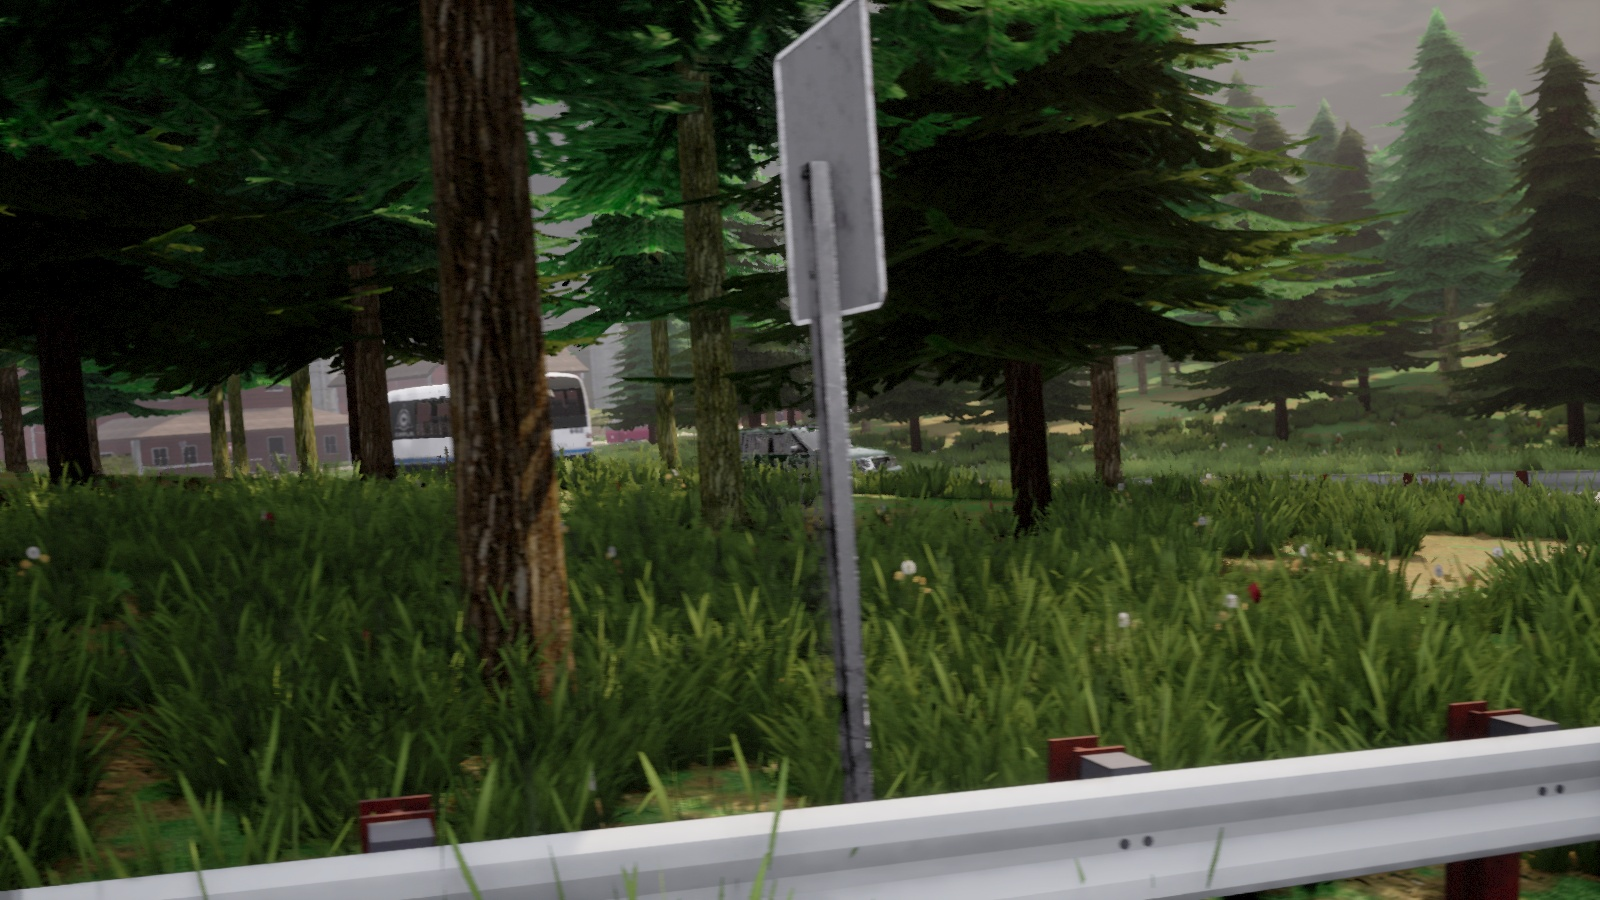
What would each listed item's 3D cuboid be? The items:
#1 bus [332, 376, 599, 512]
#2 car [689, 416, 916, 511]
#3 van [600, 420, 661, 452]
[{"bbox_3d":[-12.680,-0.121,46.993,10.273,4.253,3.944,-3,3,39],"label":"bus"},{"bbox_3d":[-0.017,0.389,32.507,5.566,2.045,2.150,-3,3,39],"label":"car"},{"bbox_3d":[-13.034,-1.088,96.819,1.775,1.987,4.442,-3,3,39],"label":"van"}]
